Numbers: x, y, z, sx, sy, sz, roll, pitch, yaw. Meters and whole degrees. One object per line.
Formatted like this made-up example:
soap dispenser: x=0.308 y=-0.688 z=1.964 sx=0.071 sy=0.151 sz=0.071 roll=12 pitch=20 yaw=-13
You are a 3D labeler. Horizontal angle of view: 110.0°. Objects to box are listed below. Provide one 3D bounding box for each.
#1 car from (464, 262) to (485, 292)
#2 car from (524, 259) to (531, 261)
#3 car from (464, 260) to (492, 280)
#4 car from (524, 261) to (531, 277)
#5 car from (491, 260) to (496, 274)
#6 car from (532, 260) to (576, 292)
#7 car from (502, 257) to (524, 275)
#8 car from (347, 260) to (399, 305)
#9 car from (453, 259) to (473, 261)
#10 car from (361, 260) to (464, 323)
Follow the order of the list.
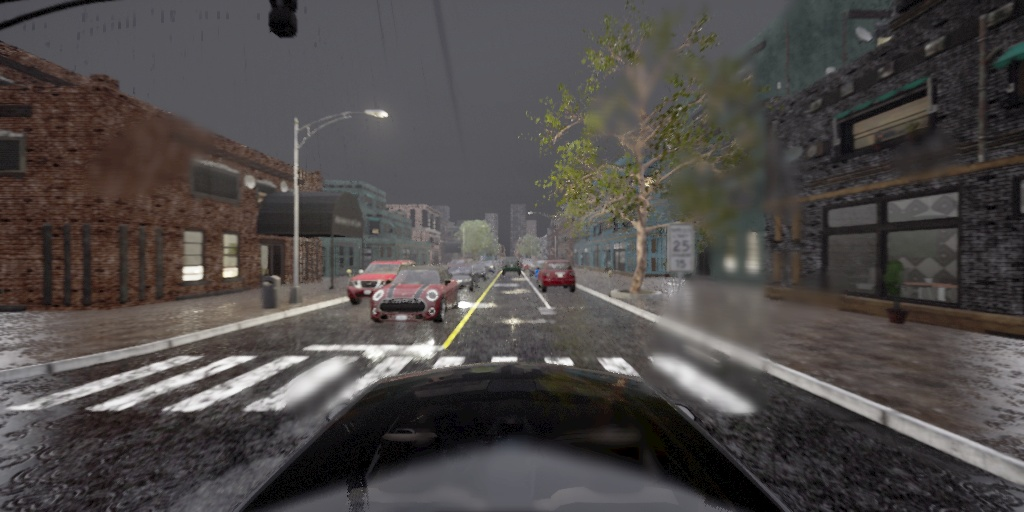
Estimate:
car: x=-3.111 y=1.339 z=22.469 sx=2.128 sy=1.511 sz=4.902 roll=0 pitch=0 yaw=0
car: x=2.642 y=1.486 z=55.487 sx=1.967 sy=1.591 sz=4.097 roll=0 pitch=0 yaw=0
car: x=-3.118 y=1.409 z=32.847 sx=1.837 sy=1.490 sz=4.892 roll=0 pitch=0 yaw=0
car: x=2.659 y=1.507 z=38.855 sx=2.007 sy=1.370 sz=4.403 roll=0 pitch=0 yaw=0
car: x=-3.064 y=1.521 z=45.684 sx=2.033 sy=1.411 sz=5.357 roll=0 pitch=0 yaw=0
car: x=2.676 y=1.181 z=22.223 sx=2.192 sy=1.841 sz=5.009 roll=0 pitch=0 yaw=0
car: x=-0.036 y=1.187 z=42.283 sx=2.150 sy=2.045 sz=5.566 roll=0 pitch=0 yaw=0
car: x=-5.700 y=1.122 z=16.671 sx=2.192 sy=1.841 sz=5.009 roll=0 pitch=0 yaw=0
car: x=-5.723 y=1.242 z=38.847 sx=2.192 sy=1.841 sz=5.009 roll=0 pitch=0 yaw=0
car: x=-3.101 y=1.144 z=12.314 sx=2.097 sy=1.767 sz=4.553 roll=0 pitch=0 yaw=0
